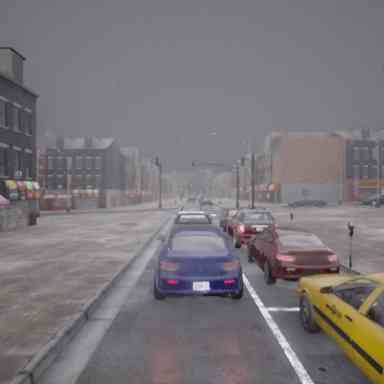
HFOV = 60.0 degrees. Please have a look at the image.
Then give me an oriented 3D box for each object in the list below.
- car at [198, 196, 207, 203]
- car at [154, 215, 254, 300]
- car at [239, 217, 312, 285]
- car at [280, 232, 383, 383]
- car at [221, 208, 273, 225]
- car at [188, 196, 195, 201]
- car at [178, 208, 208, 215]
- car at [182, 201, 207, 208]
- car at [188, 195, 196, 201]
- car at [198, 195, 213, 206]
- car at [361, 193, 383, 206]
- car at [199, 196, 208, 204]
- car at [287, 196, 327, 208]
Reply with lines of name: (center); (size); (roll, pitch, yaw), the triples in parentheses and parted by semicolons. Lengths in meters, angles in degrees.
car: (2.469, 1.772, 79.148); (1.967, 1.590, 4.097); (-1, 0, 0)
car: (0.085, 1.538, 8.300); (1.812, 1.442, 4.674); (0, 0, -2)
car: (2.617, 1.595, 9.263); (1.802, 1.307, 4.206); (0, 0, 0)
car: (2.628, 1.530, 3.965); (1.752, 1.417, 4.829); (0, 0, 0)
car: (2.605, 1.464, 14.729); (1.967, 1.590, 4.097); (0, 0, 0)
car: (-0.189, 1.787, 93.009); (1.812, 1.442, 4.674); (0, 0, 0)
car: (0.054, 1.627, 15.692); (1.895, 1.301, 4.718); (0, 0, 0)
car: (-0.026, 1.655, 25.788); (1.895, 1.301, 4.718); (0, 0, 0)
car: (-0.167, 1.847, 82.589); (1.837, 1.490, 4.892); (0, 0, 0)
car: (2.514, 1.638, 57.539); (1.967, 1.590, 4.097); (-1, 0, 0)
car: (23.290, 0.933, 40.767); (4.892, 1.490, 1.837); (-1, 0, 0)
car: (2.480, 1.736, 73.745); (1.967, 1.590, 4.097); (-1, 0, 0)
car: (14.061, 1.194, 40.728); (4.674, 1.442, 1.812); (-1, 0, 1)
